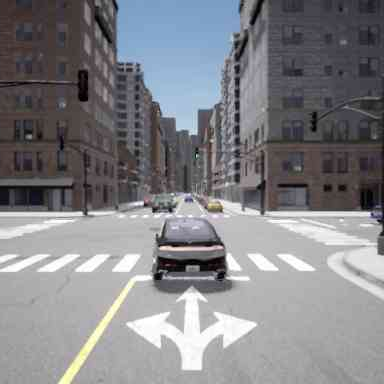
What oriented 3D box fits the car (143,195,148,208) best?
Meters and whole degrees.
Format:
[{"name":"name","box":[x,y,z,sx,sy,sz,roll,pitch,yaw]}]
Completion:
[{"name":"car","box":[-6.031,1.312,49.437,2.192,1.841,5.009,0,0,-1]}]

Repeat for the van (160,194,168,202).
[{"name":"van","box":[-6.408,1.318,77.063,1.690,1.788,3.998,0,0,-1]}]

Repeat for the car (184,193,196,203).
[{"name":"car","box":[-0.631,1.509,69.371,1.812,1.442,4.674,0,0,-1]}]

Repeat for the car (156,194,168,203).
[{"name":"car","box":[-6.335,1.297,71.538,2.192,1.841,5.009,0,0,-1]}]

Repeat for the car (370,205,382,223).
[{"name":"car","box":[15.285,1.219,22.709,5.566,2.045,2.150,0,0,-1]}]

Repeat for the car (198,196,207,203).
[{"name":"car","box":[2.190,1.564,71.655,1.802,1.307,4.206,0,0,-1]}]

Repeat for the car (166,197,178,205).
[{"name":"car","box":[-3.536,1.592,60.401,1.895,1.301,4.718,0,0,0]}]

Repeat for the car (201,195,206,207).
[{"name":"car","box":[2.570,1.439,44.028,1.967,1.590,4.097,0,0,-1]}]

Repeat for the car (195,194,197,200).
[{"name":"car","box":[2.266,1.537,66.130,2.008,1.369,4.403,0,0,-1]}]

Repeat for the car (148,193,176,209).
[{"name":"car","box":[-3.301,1.222,37.965,2.150,2.045,5.566,0,0,-1]}]

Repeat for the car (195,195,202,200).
[{"name":"car","box":[1.885,1.540,93.757,1.802,1.307,4.206,0,0,-1]}]

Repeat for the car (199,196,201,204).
[{"name":"car","box":[2.494,1.547,49.554,2.008,1.369,4.403,0,0,-1]}]

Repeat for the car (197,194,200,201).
[{"name":"car","box":[2.342,1.535,60.605,1.887,1.381,4.507,0,0,-1]}]

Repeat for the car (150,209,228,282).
[{"name":"car","box":[-0.208,1.493,9.841,2.128,1.511,4.902,0,0,-5]}]

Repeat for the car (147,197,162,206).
[{"name":"car","box":[-6.107,1.545,54.963,2.008,1.369,4.403,0,0,-1]}]

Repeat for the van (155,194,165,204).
[{"name":"van","box":[-6.259,1.328,66.013,1.690,1.788,3.998,0,0,-1]}]

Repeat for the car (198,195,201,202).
[{"name":"car","box":[2.418,1.560,55.079,1.947,1.339,4.313,0,0,-1]}]

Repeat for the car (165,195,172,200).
[{"name":"car","box":[-6.637,1.483,93.470,1.752,1.417,4.829,0,0,-1]}]

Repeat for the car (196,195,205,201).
[{"name":"car","box":[2.038,1.522,82.707,2.008,1.369,4.403,0,0,-1]}]

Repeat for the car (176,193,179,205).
[{"name":"car","box":[-3.440,1.219,48.625,2.150,2.045,5.566,0,0,-1]}]

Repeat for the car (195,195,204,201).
[{"name":"car","box":[1.962,1.515,88.232,2.008,1.369,4.403,0,0,-1]}]

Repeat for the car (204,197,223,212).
[{"name":"car","box":[2.644,1.526,38.673,1.752,1.417,4.829,0,0,-1]}]
